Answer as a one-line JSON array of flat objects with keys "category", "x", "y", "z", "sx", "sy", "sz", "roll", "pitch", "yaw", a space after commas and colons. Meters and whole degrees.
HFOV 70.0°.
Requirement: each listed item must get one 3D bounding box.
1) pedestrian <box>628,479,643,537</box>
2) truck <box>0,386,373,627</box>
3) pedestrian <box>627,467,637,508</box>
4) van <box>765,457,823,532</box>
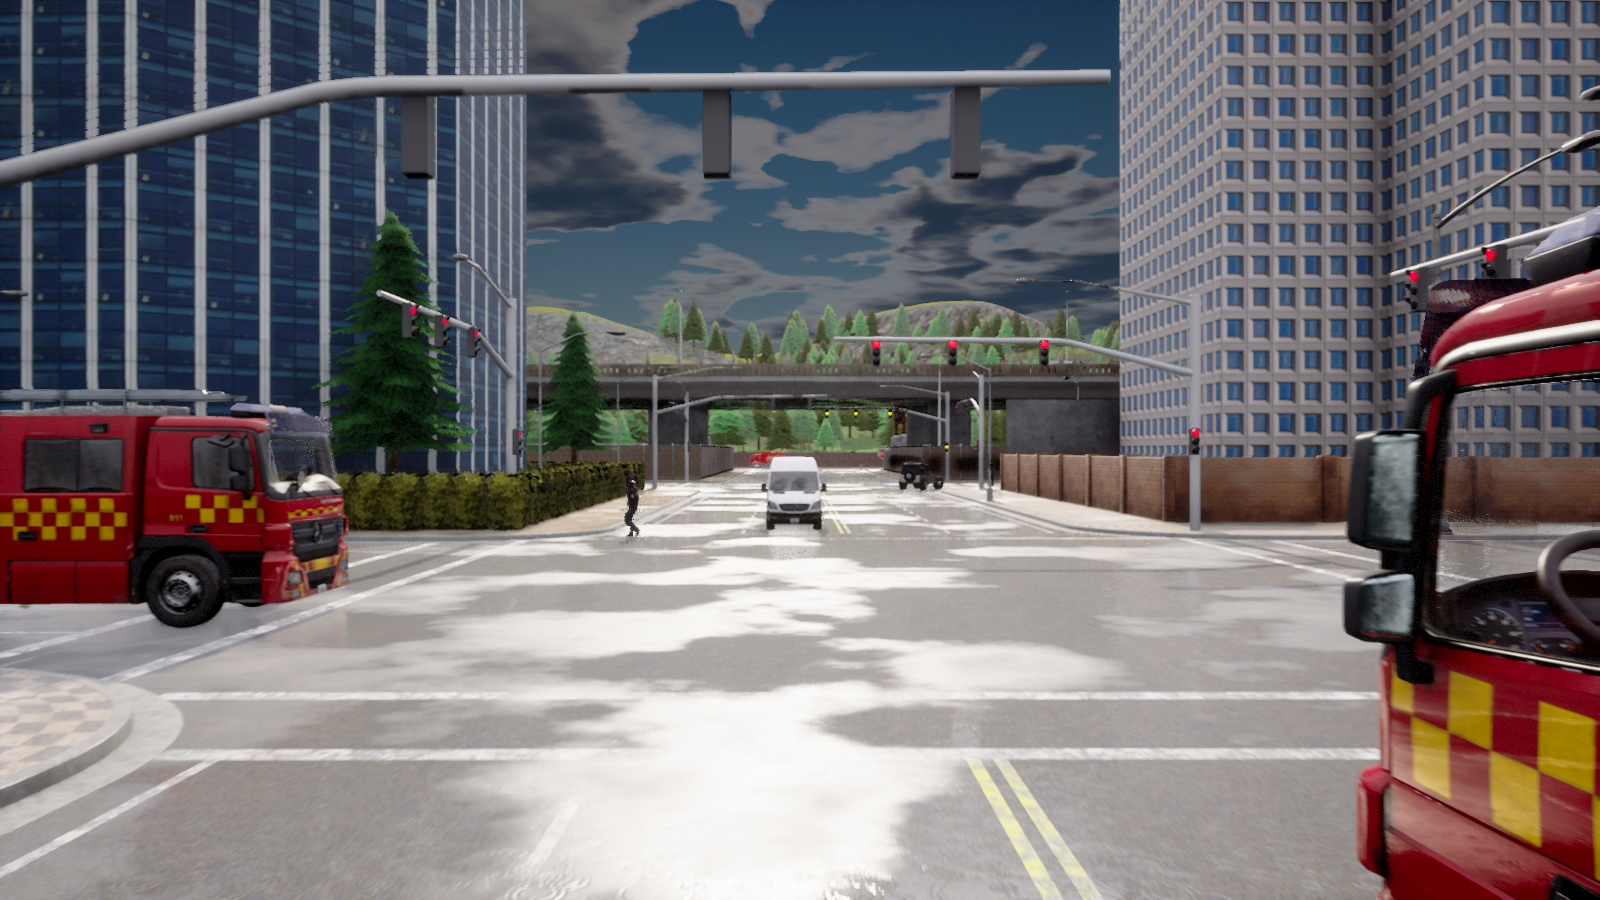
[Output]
[{"category": "pedestrian", "x": -5.267, "y": 1.854, "z": 36.593, "sx": 0.375, "sy": 1.860, "sz": 0.375, "roll": 0, "pitch": 0, "yaw": 12}, {"category": "truck", "x": -12.076, "y": 0.894, "z": 19.542, "sx": 8.468, "sy": 3.827, "sz": 2.891, "roll": 0, "pitch": 0, "yaw": -1}, {"category": "pedestrian", "x": -7.676, "y": 1.704, "z": 52.165, "sx": 0.375, "sy": 1.860, "sz": 0.375, "roll": 0, "pitch": 0, "yaw": 2}, {"category": "van", "x": -0.237, "y": 1.541, "z": 42.019, "sx": 1.988, "sy": 2.561, "sz": 5.915, "roll": 0, "pitch": 0, "yaw": -1}]
